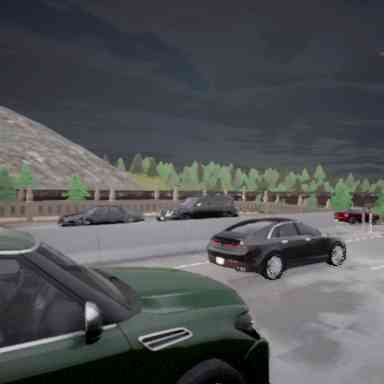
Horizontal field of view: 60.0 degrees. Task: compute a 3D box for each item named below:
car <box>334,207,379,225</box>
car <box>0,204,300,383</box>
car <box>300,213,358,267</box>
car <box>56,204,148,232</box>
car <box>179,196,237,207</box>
[{"bbox_3d":[12.381,1.839,25.631,4.718,1.301,1.895,3,-2,-35],"label":"car"},{"bbox_3d":[-1.902,1.221,2.390,5.566,2.045,2.150,0,0,-36],"label":"car"},{"bbox_3d":[2.698,1.528,9.973,4.892,1.490,1.837,0,0,-36],"label":"car"},{"bbox_3d":[-5.701,1.570,21.389,5.357,1.411,2.033,0,0,-35],"label":"car"},{"bbox_3d":[0.474,1.260,21.489,5.566,2.045,2.150,1,0,-35],"label":"car"}]
